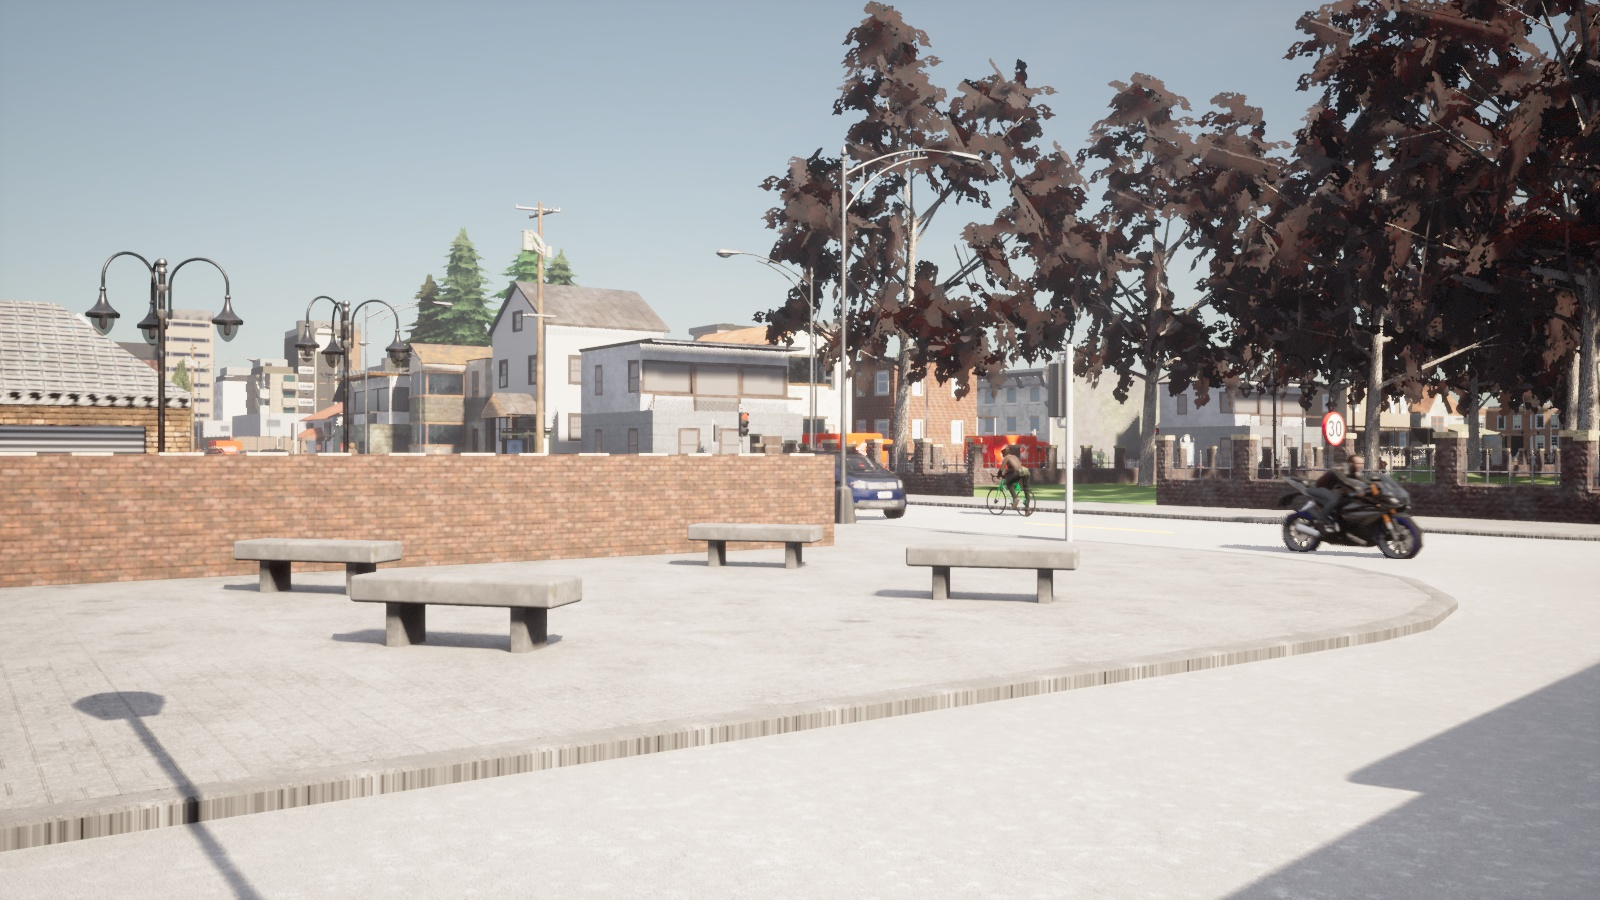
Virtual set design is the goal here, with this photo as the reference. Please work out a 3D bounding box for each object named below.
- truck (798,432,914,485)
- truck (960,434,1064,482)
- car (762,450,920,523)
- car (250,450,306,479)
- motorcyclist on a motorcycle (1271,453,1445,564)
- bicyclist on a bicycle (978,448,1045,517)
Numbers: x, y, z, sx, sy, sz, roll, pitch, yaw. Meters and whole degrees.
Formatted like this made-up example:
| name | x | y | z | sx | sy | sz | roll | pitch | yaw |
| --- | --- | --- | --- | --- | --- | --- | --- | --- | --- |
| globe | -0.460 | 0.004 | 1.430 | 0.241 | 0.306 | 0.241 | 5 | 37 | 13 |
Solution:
| name | x | y | z | sx | sy | sz | roll | pitch | yaw |
| --- | --- | --- | --- | --- | --- | --- | --- | --- | --- |
| truck | 2.738 | 0.402 | 61.153 | 5.204 | 2.467 | 2.627 | 0 | 0 | -39 |
| truck | 11.362 | 0.398 | 67.218 | 5.204 | 2.467 | 2.627 | 0 | 0 | -38 |
| car | 0.880 | 0.792 | 28.915 | 1.789 | 1.549 | 3.705 | 0 | 0 | -35 |
| car | -31.357 | 0.840 | 75.362 | 2.242 | 1.667 | 4.611 | 0 | 0 | -35 |
| motorcyclist on a motorcycle | 8.125 | 0.808 | 18.393 | 0.866 | 1.530 | 2.191 | 0 | 0 | -34 |
| bicyclist on a bicycle | 5.038 | 0.760 | 30.000 | 0.582 | 1.620 | 1.656 | 0 | 0 | -35 |
